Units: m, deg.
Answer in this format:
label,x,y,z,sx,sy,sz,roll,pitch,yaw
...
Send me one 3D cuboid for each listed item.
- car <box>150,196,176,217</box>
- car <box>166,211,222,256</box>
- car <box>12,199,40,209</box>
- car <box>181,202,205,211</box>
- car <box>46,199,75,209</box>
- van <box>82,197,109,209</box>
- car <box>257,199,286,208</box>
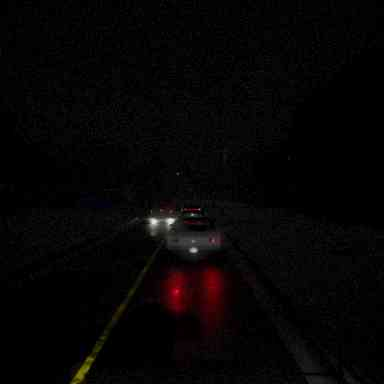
label,x,y,z,sx,sy,sz,roll,pitch,yaw
car,-2.810,1.382,33.256,2.150,2.045,5.566,0,-1,0
car,0.064,1.657,13.290,1.895,1.301,4.718,0,0,0
car,-25.692,1.777,50.989,4.097,1.590,1.967,0,0,0
car,0.070,1.626,29.249,2.128,1.511,4.902,0,0,0
car,-20.216,1.762,51.015,4.097,1.590,1.967,0,0,0
van,-14.742,1.647,51.042,3.998,1.788,1.690,0,0,0
car,12.261,1.791,51.170,4.403,1.369,2.008,0,0,0
